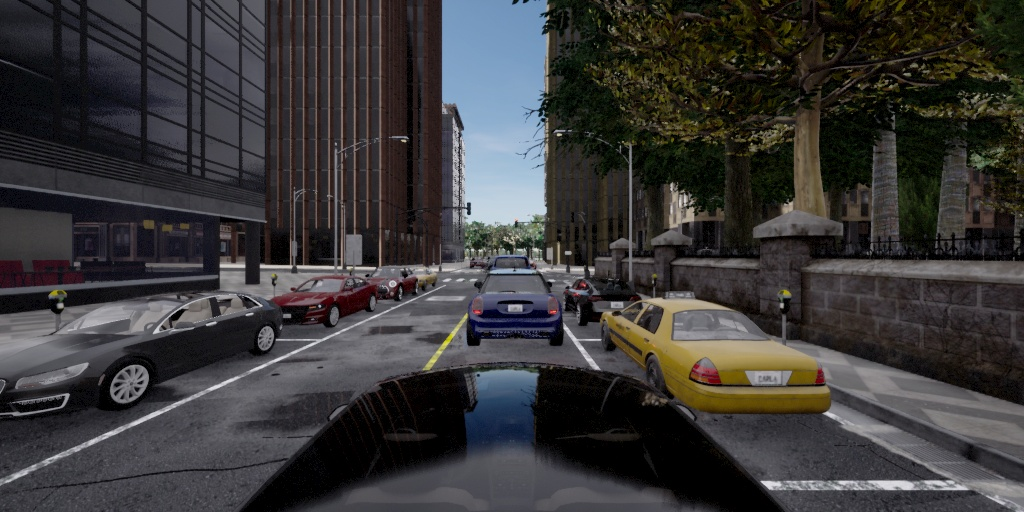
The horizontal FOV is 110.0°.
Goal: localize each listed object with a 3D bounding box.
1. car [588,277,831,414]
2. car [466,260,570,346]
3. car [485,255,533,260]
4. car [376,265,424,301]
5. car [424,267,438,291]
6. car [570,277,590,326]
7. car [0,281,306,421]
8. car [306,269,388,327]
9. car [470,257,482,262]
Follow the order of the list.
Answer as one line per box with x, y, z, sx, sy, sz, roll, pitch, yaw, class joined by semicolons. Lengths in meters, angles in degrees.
2.756;1.275;6.170;1.751;1.417;4.829;0;0;0;car
0.041;1.102;9.560;2.097;1.767;4.553;0;0;-1;car
-0.021;0.972;18.995;2.150;2.045;5.566;0;0;0;car
-5.786;1.190;16.899;1.967;1.591;4.097;0;0;0;car
-5.793;1.277;22.186;1.751;1.417;4.829;0;0;0;car
2.748;1.316;11.457;1.948;1.339;4.313;0;0;0;car
-5.769;1.300;5.985;2.007;1.370;4.403;0;0;0;car
-5.777;1.295;11.442;1.888;1.381;4.507;0;0;0;car
-5.849;1.078;59.764;2.192;1.841;5.009;0;0;0;car
